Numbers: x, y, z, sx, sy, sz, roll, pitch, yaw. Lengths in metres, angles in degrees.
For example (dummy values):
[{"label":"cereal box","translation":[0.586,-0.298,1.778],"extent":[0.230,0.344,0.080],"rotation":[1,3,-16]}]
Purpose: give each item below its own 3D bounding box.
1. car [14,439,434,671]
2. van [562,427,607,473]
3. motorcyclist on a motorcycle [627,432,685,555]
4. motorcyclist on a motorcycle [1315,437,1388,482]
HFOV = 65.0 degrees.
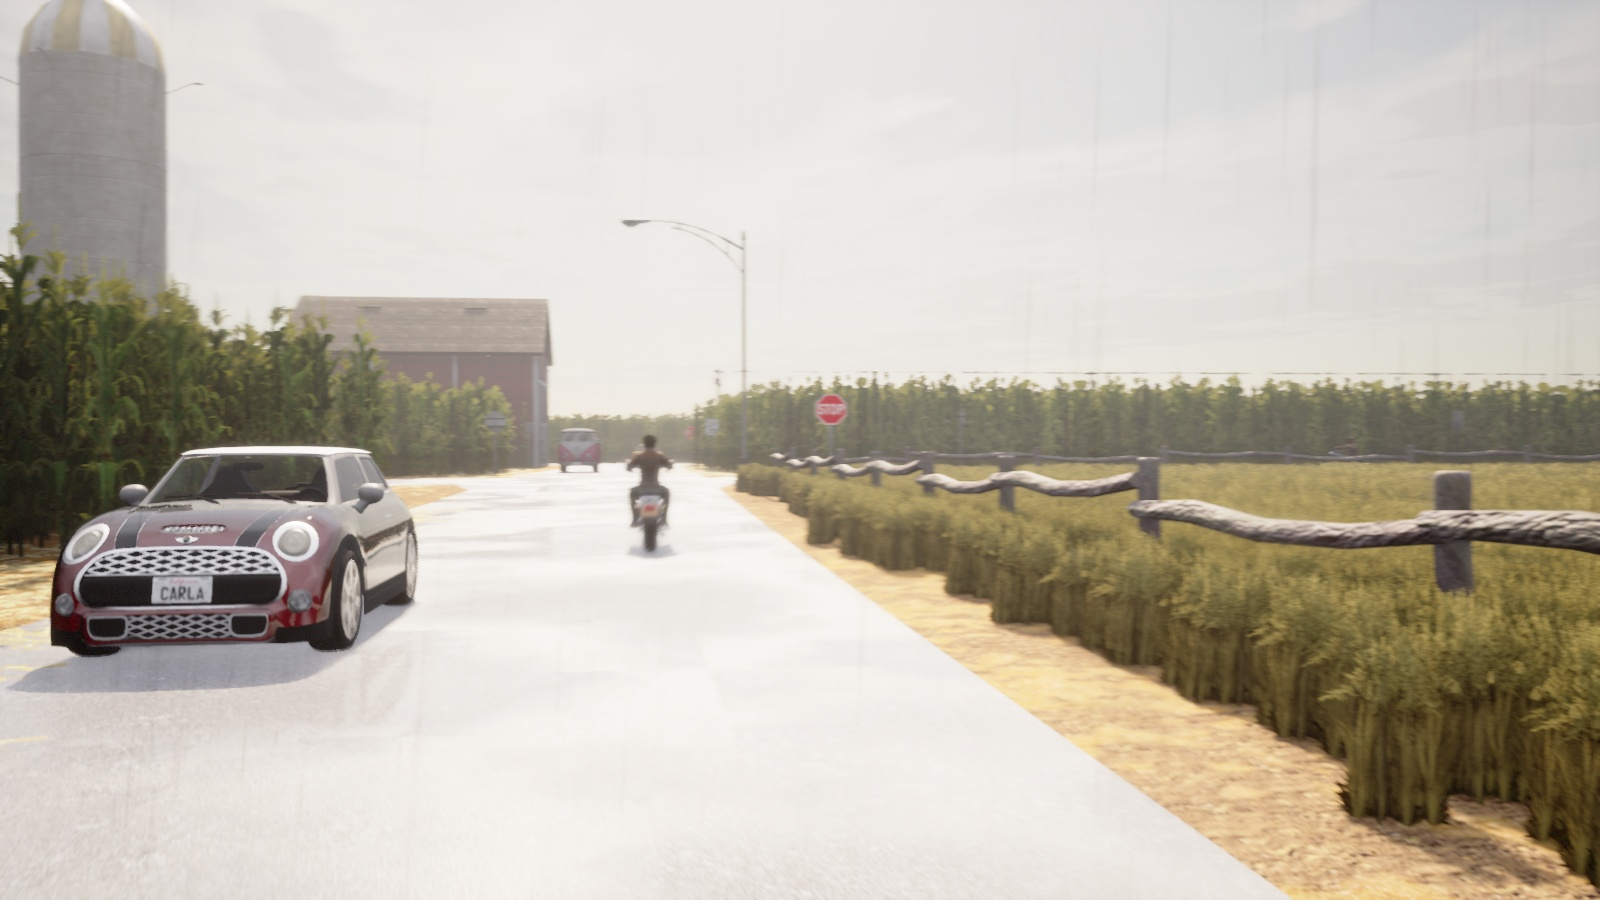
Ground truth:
[{"label":"car","translation":[-4.256,0.658,10.014],"extent":[1.970,1.475,3.806],"rotation":[0,0,-7]},{"label":"van","translation":[-9.761,0.003,57.202],"extent":[1.775,1.987,4.442],"rotation":[0,0,-7]},{"label":"motorcyclist on a motorcycle","translation":[-2.072,0.581,18.046],"extent":[0.766,1.649,2.350],"rotation":[0,0,-7]},{"label":"motorcyclist on a motorcycle","translation":[20.155,0.343,45.914],"extent":[2.350,1.649,0.766],"rotation":[0,0,-6]}]
